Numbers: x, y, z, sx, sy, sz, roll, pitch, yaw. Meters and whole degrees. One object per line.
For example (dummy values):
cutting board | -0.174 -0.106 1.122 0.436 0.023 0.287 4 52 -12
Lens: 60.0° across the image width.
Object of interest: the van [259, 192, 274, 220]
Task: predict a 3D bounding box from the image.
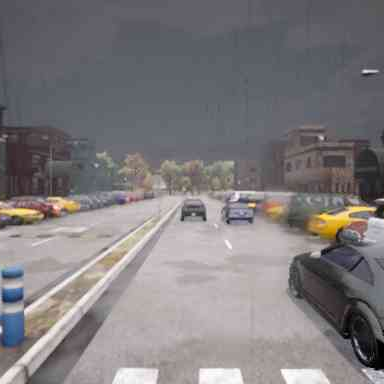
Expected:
van | 7.775 1.079 25.558 4.442 1.987 1.878 0 0 0

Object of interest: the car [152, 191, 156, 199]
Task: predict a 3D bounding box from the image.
car | -12.448 0.850 82.337 5.566 2.045 2.435 0 0 0

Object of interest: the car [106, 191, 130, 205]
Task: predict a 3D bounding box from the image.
car | -12.497 0.895 49.114 5.566 2.045 2.435 0 0 0

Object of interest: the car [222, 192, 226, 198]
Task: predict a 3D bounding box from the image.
car | 7.671 1.150 53.131 4.892 1.521 2.231 0 0 0

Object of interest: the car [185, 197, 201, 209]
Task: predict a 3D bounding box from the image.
car | 0.130 1.320 42.058 1.895 1.301 4.718 0 0 0

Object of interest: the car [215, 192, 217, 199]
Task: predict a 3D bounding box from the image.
car | 7.680 1.113 66.916 4.892 1.521 2.231 0 0 0

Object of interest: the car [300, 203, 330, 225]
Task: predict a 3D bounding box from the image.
car | 7.645 1.387 14.404 5.008 1.535 2.097 0 0 0

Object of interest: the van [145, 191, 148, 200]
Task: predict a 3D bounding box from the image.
van | -12.376 0.872 71.345 4.442 1.987 1.878 0 0 0

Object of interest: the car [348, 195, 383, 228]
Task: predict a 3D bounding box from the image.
car | 7.675 1.173 9.010 5.566 2.045 2.435 0 0 0

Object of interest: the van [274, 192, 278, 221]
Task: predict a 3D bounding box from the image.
van | 7.538 1.120 20.043 4.442 1.987 1.878 0 0 0

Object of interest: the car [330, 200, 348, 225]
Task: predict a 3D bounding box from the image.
car | 7.679 1.281 11.646 4.553 1.767 2.185 0 0 0

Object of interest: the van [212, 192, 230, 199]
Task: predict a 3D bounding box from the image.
van | 7.583 0.879 86.216 4.442 1.987 1.878 0 0 0

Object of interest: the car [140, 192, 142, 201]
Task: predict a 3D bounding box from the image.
car | -12.475 1.137 63.009 4.792 1.488 2.163 0 0 0

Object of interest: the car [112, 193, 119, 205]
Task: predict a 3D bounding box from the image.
car | -12.528 1.172 43.557 4.892 1.521 2.231 0 0 0

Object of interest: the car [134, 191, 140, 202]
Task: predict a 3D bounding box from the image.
car | -12.485 0.868 57.449 5.566 2.045 2.435 0 0 0

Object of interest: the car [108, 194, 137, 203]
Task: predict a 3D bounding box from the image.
car | -12.503 1.115 60.231 4.892 1.521 2.231 0 0 0

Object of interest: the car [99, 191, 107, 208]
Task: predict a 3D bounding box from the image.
car | -12.511 1.073 37.998 4.553 1.767 2.185 0 0 0

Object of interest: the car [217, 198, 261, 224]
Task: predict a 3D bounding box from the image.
car | 3.117 1.389 23.411 2.033 1.411 5.357 0 0 0

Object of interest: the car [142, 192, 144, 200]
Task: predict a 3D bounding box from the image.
car | -12.499 1.144 65.663 4.674 1.452 2.002 0 0 0

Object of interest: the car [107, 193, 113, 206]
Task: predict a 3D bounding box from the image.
car | -12.535 1.224 40.779 4.674 1.452 2.002 0 0 0

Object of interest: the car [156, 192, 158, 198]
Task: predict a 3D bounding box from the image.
car | -12.497 0.857 88.022 5.566 2.045 2.435 0 0 0

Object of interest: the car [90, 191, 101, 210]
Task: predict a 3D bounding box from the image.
car | -12.515 1.089 35.218 4.553 1.767 2.185 0 0 0

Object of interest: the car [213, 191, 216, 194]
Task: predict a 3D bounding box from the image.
car | 7.661 0.977 75.186 4.553 1.767 2.185 0 0 0

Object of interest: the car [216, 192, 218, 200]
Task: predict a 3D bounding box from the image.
car | 7.678 1.118 64.160 4.892 1.521 2.231 0 0 0

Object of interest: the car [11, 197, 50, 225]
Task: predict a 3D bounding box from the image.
car | -12.381 1.304 21.325 5.366 1.575 1.946 0 0 0

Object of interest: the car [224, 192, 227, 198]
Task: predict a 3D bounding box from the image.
car | 7.704 1.190 50.373 4.792 1.488 2.163 0 0 0

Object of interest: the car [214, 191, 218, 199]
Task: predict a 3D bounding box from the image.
car | 7.682 1.108 69.672 4.892 1.521 2.231 0 0 0

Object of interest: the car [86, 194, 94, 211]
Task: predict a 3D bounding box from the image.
car | -12.556 1.233 32.441 4.892 1.521 2.231 0 0 0

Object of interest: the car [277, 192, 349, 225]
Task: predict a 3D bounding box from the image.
car | 7.681 1.115 17.285 5.566 2.045 2.435 0 0 0

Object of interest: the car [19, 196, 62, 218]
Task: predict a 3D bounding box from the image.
car | -12.557 1.287 24.104 5.008 1.535 2.097 0 0 0

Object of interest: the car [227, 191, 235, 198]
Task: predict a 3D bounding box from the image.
car | 7.698 0.948 42.102 5.566 2.045 2.435 0 0 0

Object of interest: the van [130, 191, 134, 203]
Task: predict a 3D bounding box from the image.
van | -12.401 0.902 54.672 4.442 1.987 1.878 0 0 0

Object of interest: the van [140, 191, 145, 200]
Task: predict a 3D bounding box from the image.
van | -12.614 0.875 68.568 4.442 1.987 1.878 0 0 0

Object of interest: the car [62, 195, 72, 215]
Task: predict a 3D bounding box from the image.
car | -12.590 1.142 26.882 4.553 1.767 2.185 0 0 0

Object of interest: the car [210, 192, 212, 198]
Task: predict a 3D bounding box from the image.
car | 7.704 1.103 83.458 5.008 1.535 2.097 0 0 0

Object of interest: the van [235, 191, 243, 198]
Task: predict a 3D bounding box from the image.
van | 7.784 0.989 39.343 4.442 1.987 1.878 0 0 0

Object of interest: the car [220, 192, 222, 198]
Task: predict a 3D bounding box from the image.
car | 7.864 1.137 55.887 5.366 1.575 1.946 0 0 0

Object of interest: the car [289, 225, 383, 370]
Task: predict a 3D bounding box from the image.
car | 3.105 1.530 5.647 1.994 1.385 4.181 0 0 0

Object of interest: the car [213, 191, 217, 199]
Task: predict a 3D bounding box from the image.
car | 7.684 1.106 72.430 4.892 1.521 2.231 0 0 0

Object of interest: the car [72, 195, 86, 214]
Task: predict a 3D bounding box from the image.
car | -12.550 1.250 29.664 5.008 1.535 2.097 0 0 0

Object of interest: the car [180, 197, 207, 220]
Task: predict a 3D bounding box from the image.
car | 0.118 1.326 25.906 1.837 1.490 4.892 0 0 0

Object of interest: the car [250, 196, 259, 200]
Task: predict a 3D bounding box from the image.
car | 7.657 1.325 28.317 4.674 1.452 2.002 0 0 0

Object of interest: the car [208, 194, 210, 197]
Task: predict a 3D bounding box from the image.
car | 7.732 0.858 91.731 5.566 2.045 2.435 0 0 0

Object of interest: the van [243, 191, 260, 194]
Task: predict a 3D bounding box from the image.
van | 7.780 1.022 33.831 4.442 1.987 1.878 0 0 0

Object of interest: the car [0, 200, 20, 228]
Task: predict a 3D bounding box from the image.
car | -12.573 1.366 18.545 4.674 1.452 2.002 0 0 0

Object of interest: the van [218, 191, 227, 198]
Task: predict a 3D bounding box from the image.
van | 7.565 0.898 61.278 4.442 1.987 1.878 0 0 0

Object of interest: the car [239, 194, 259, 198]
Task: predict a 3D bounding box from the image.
car | 7.476 1.263 31.074 5.366 1.575 1.946 0 0 0

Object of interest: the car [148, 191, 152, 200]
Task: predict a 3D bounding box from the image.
car | -12.517 0.846 74.125 5.566 2.045 2.435 0 0 0
